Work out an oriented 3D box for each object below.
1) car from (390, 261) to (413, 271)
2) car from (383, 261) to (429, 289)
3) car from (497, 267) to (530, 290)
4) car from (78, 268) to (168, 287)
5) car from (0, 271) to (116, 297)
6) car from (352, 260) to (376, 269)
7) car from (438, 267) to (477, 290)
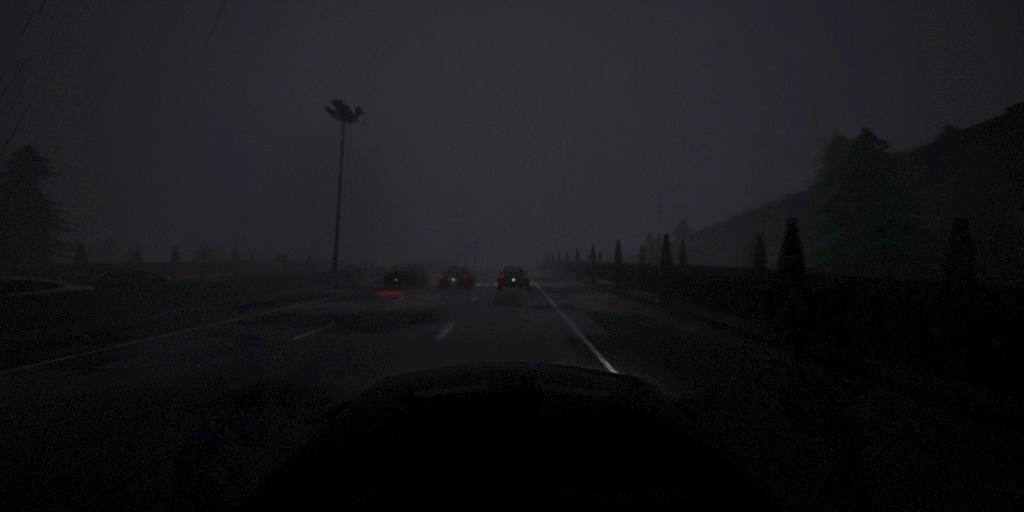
[{"bbox_3d":[-17.530,1.566,57.291,2.128,1.511,4.902,0,-2,1],"label":"car"},{"bbox_3d":[-6.905,1.269,23.829,1.882,1.535,5.008,0,0,0],"label":"car"},{"bbox_3d":[0.094,1.353,22.919,1.994,1.385,4.181,0,0,0],"label":"car"},{"bbox_3d":[-17.596,1.263,15.312,2.128,1.511,4.902,0,0,0],"label":"car"},{"bbox_3d":[-14.099,1.285,9.540,1.812,1.442,4.674,0,0,0],"label":"car"},{"bbox_3d":[-21.056,1.363,51.121,1.882,1.535,5.008,0,-1,1],"label":"car"},{"bbox_3d":[-3.406,1.353,22.924,1.994,1.385,4.181,0,0,0],"label":"car"}]
